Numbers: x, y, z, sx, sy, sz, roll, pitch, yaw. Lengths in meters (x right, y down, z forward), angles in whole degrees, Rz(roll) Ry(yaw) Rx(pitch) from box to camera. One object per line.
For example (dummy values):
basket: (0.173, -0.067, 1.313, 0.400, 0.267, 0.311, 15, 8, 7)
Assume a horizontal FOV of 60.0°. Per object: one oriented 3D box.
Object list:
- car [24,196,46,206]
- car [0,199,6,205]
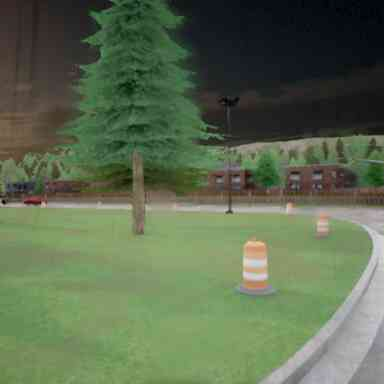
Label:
car: (-32.958, 1.912, 69.937, 5.566, 2.045, 2.150, -1, 0, 34)
car: (-45.863, 2.346, 78.563, 5.008, 1.535, 1.882, -1, 0, 34)
